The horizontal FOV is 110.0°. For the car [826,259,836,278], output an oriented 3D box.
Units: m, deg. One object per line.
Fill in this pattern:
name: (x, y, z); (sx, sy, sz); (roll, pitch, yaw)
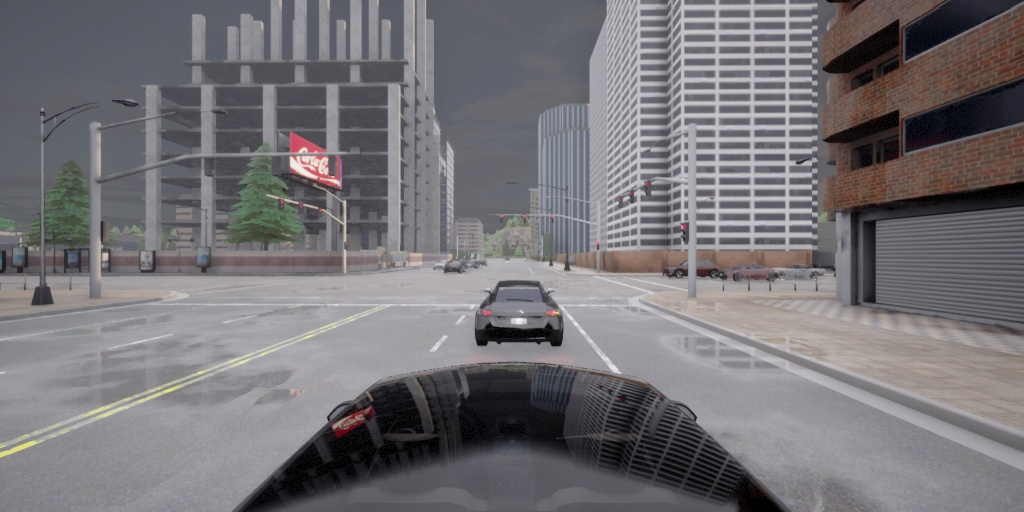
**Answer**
car: (28.675, 1.226, 28.640); (5.008, 1.535, 1.882); (0, 0, 1)

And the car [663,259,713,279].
car: (16.063, 1.100, 32.309); (4.553, 1.767, 2.097); (0, 0, 1)

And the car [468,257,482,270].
car: (-6.198, 1.238, 54.404); (2.128, 1.511, 4.902); (0, 0, 1)

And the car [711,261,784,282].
car: (18.789, 1.312, 28.776); (4.181, 1.385, 1.994); (0, 0, 1)

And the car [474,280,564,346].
car: (0.187, 1.313, 9.399); (1.994, 1.385, 4.181); (0, 0, 1)

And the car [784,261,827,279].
car: (25.056, 1.349, 32.195); (4.718, 1.301, 1.895); (0, 0, 1)

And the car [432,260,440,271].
car: (-9.776, 1.272, 50.219); (1.812, 1.442, 4.674); (0, 0, 1)

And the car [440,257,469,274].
car: (-6.443, 1.225, 40.570); (1.882, 1.535, 5.008); (0, 0, 1)
